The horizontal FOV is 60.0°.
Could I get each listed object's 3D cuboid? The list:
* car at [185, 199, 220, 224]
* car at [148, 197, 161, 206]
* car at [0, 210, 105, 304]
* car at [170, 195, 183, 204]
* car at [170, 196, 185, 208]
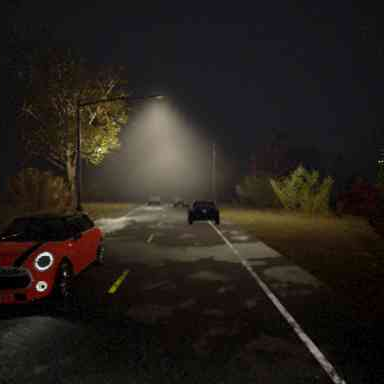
[{"bbox_3d":[0.745,1.285,23.959,2.097,1.767,4.553,0,0,-2],"label":"car"},{"bbox_3d":[-5.621,1.427,49.801,1.895,1.301,4.718,0,0,-4],"label":"car"},{"bbox_3d":[-3.689,1.336,8.319,2.097,1.767,4.553,0,0,-1],"label":"car"},{"bbox_3d":[-2.809,1.339,59.104,1.994,1.385,4.181,0,0,-6],"label":"car"},{"bbox_3d":[-1.596,1.447,44.798,1.895,1.301,4.718,0,0,-4],"label":"car"}]
